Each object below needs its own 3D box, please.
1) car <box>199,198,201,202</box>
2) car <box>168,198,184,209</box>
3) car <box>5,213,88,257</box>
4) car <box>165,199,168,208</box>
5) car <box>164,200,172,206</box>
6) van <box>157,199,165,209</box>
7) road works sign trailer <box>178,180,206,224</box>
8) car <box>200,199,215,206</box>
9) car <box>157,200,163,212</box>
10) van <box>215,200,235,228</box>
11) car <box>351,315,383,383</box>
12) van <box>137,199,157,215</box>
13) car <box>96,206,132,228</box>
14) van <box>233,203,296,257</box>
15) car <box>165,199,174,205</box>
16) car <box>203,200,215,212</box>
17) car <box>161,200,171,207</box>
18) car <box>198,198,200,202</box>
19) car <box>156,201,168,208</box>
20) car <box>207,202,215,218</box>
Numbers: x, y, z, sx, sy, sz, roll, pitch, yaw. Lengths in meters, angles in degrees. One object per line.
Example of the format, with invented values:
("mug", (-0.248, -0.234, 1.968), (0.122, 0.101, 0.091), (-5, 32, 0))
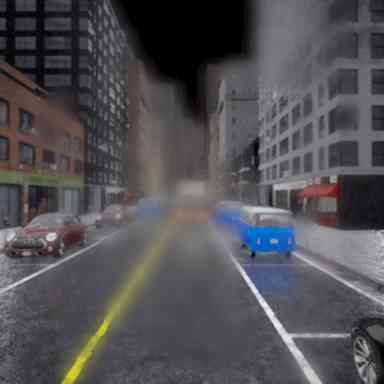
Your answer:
("car", (2.845, 2.241, 62.917), (1.967, 1.590, 4.097), (0, -1, 0))
("car", (-3.056, 2.238, 58.742), (2.128, 1.511, 4.902), (0, -1, 1))
("car", (-5.672, 1.612, 13.408), (1.967, 1.590, 4.097), (0, -1, 0))
("car", (-5.679, 2.296, 57.413), (1.947, 1.339, 4.313), (0, -1, 0))
("car", (-5.683, 2.599, 79.417), (1.802, 1.307, 4.206), (0, -1, 0))
("van", (-5.679, 2.001, 51.915), (1.690, 1.788, 3.998), (0, -1, 0))
("road works sign trailer", (-0.005, 0.821, 28.101), (2.380, 3.560, 2.880), (0, -1, 0))
("car", (2.847, 1.974, 51.917), (2.192, 1.841, 5.009), (0, -1, 0))
("car", (-5.677, 2.140, 46.411), (2.008, 1.369, 4.403), (0, -1, 0))
("van", (2.851, 1.651, 24.412), (1.690, 1.788, 3.998), (0, -1, 0))
("car", (2.855, 1.598, 2.405), (1.947, 1.339, 4.313), (0, -1, 0))
("van", (-5.677, 1.860, 40.915), (1.690, 1.788, 3.998), (0, -1, 0))
("car", (-5.674, 1.750, 24.410), (1.967, 1.590, 4.097), (0, -1, 0))
("van", (2.853, 1.512, 13.410), (1.690, 1.788, 3.998), (0, -1, 0))
("car", (-5.684, 2.529, 84.920), (1.967, 1.590, 4.097), (0, -1, 0))
("car", (2.848, 2.171, 46.412), (1.802, 1.307, 4.206), (0, -1, 0))
("car", (-5.682, 2.511, 73.916), (1.947, 1.339, 4.313), (0, -1, 0))
("car", (2.843, 2.495, 73.918), (2.008, 1.369, 4.403), (0, -1, 0))
("car", (-5.680, 2.383, 62.914), (1.802, 1.307, 4.206), (0, -1, 0))
("car", (2.850, 2.031, 35.411), (1.802, 1.307, 4.206), (0, -1, 0))
